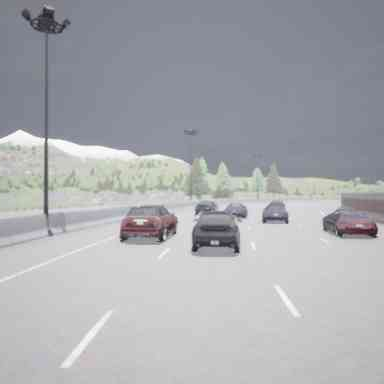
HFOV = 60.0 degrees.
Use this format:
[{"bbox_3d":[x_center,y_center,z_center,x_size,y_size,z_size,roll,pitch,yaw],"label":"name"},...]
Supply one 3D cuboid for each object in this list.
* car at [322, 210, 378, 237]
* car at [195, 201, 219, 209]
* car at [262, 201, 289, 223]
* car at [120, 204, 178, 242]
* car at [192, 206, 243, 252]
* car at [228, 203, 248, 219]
[{"bbox_3d":[8.760,1.678,18.778,1.994,1.385,4.181,0,0,9],"label":"car"},{"bbox_3d":[1.655,1.711,35.655,1.837,1.490,4.892,0,0,15],"label":"car"},{"bbox_3d":[6.803,1.724,27.305,1.994,1.385,4.181,0,-1,12],"label":"car"},{"bbox_3d":[-2.062,1.449,17.151,2.097,1.767,4.553,0,0,7],"label":"car"},{"bbox_3d":[1.086,1.588,14.337,1.837,1.490,4.892,0,0,6],"label":"car"},{"bbox_3d":[4.268,1.750,31.787,1.994,1.385,4.181,0,0,14],"label":"car"}]
